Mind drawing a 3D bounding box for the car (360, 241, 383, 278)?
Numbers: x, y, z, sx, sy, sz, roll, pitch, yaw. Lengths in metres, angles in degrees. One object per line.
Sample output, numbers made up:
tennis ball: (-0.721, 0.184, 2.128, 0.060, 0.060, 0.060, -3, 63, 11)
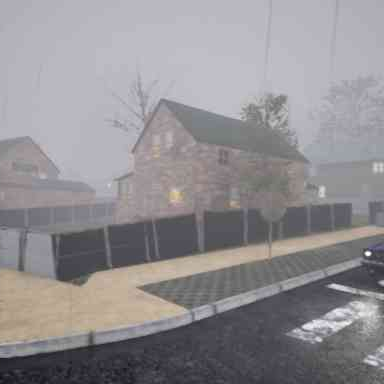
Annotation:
car: (6.551, 1.623, 9.254, 4.718, 1.301, 1.895, 0, 0, -40)
